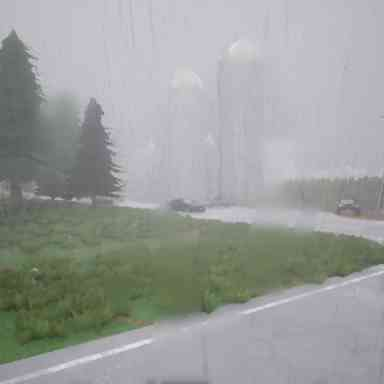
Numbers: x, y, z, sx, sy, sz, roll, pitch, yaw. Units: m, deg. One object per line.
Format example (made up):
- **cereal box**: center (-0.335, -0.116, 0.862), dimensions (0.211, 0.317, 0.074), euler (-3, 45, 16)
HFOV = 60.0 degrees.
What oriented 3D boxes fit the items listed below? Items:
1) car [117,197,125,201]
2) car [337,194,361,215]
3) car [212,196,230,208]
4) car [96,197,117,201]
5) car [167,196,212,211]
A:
- **car**: center (-16.260, 1.354, 70.389), dimensions (4.181, 1.381, 1.994), euler (0, 0, -36)
- **car**: center (14.631, 1.153, 31.155), dimensions (1.905, 1.878, 3.866), euler (0, 0, 24)
- **car**: center (3.049, 1.284, 43.612), dimensions (3.988, 1.617, 1.851), euler (0, 0, -36)
- **car**: center (-13.607, 1.424, 50.762), dimensions (1.895, 1.301, 4.718), euler (0, 0, -35)
- **car**: center (-0.604, 1.299, 32.008), dimensions (1.882, 1.535, 5.008), euler (0, 0, -35)
